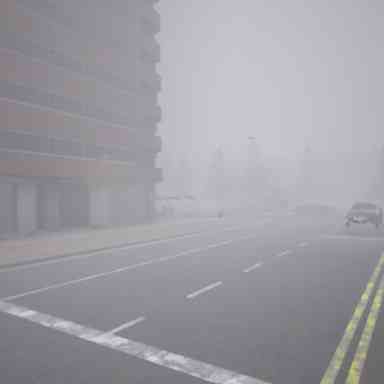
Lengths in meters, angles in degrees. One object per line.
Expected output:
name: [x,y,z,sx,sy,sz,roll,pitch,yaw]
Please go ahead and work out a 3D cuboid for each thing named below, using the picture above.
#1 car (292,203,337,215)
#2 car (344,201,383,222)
car: [14.912,2.017,40.728,2.033,1.411,5.357,0,-1,-35]
car: [11.100,1.384,21.341,1.837,1.490,4.892,-1,-1,33]
